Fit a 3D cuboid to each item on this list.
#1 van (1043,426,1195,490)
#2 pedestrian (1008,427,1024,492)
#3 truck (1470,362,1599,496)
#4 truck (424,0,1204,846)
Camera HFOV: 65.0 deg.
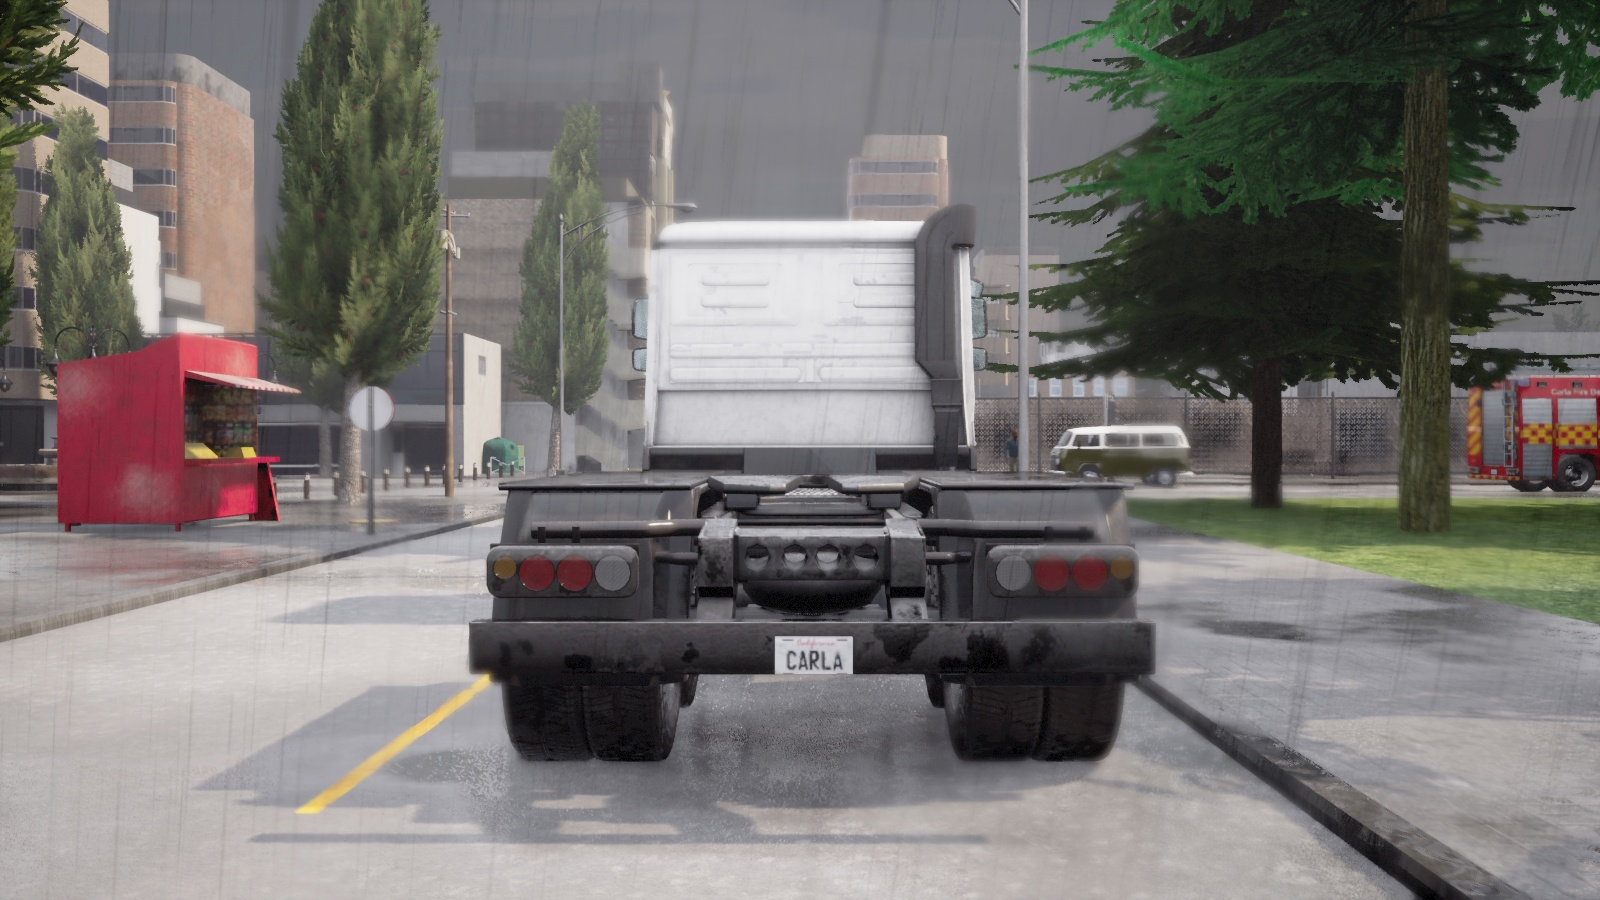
[{"bbox_3d":[10.458,0.244,41.407,4.480,2.038,2.069,0,0,0],"label":"van"},{"bbox_3d":[6.179,0.269,35.934,0.370,1.835,0.726,0,0,4],"label":"pedestrian"},{"bbox_3d":[24.945,-0.609,37.322,8.468,3.827,2.891,0,0,0],"label":"truck"},{"bbox_3d":[0.072,-0.284,8.629,2.891,3.462,7.936,0,0,0],"label":"truck"}]
